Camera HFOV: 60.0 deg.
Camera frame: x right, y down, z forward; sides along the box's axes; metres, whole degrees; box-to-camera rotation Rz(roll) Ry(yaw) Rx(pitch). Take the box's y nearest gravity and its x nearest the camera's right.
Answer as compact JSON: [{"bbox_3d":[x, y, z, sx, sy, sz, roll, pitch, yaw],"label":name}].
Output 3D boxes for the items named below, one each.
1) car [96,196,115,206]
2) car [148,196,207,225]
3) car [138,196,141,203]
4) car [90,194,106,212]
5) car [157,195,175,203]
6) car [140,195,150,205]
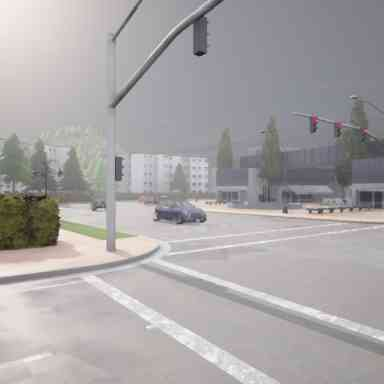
[{"bbox_3d":[-14.505,1.440,56.195,2.128,1.511,4.902,0,0,-1],"label":"car"},{"bbox_3d":[-0.933,1.352,24.156,2.097,1.767,4.553,0,0,-37],"label":"car"},{"bbox_3d":[-9.314,1.352,68.077,2.097,1.767,4.553,0,0,15],"label":"car"},{"bbox_3d":[-10.827,1.223,39.569,2.150,2.045,5.566,0,0,-21],"label":"car"},{"bbox_3d":[-5.299,1.478,69.547,1.882,1.535,5.008,0,0,20],"label":"car"},{"bbox_3d":[-7.213,1.547,59.082,2.033,1.411,5.357,0,0,3],"label":"car"}]
